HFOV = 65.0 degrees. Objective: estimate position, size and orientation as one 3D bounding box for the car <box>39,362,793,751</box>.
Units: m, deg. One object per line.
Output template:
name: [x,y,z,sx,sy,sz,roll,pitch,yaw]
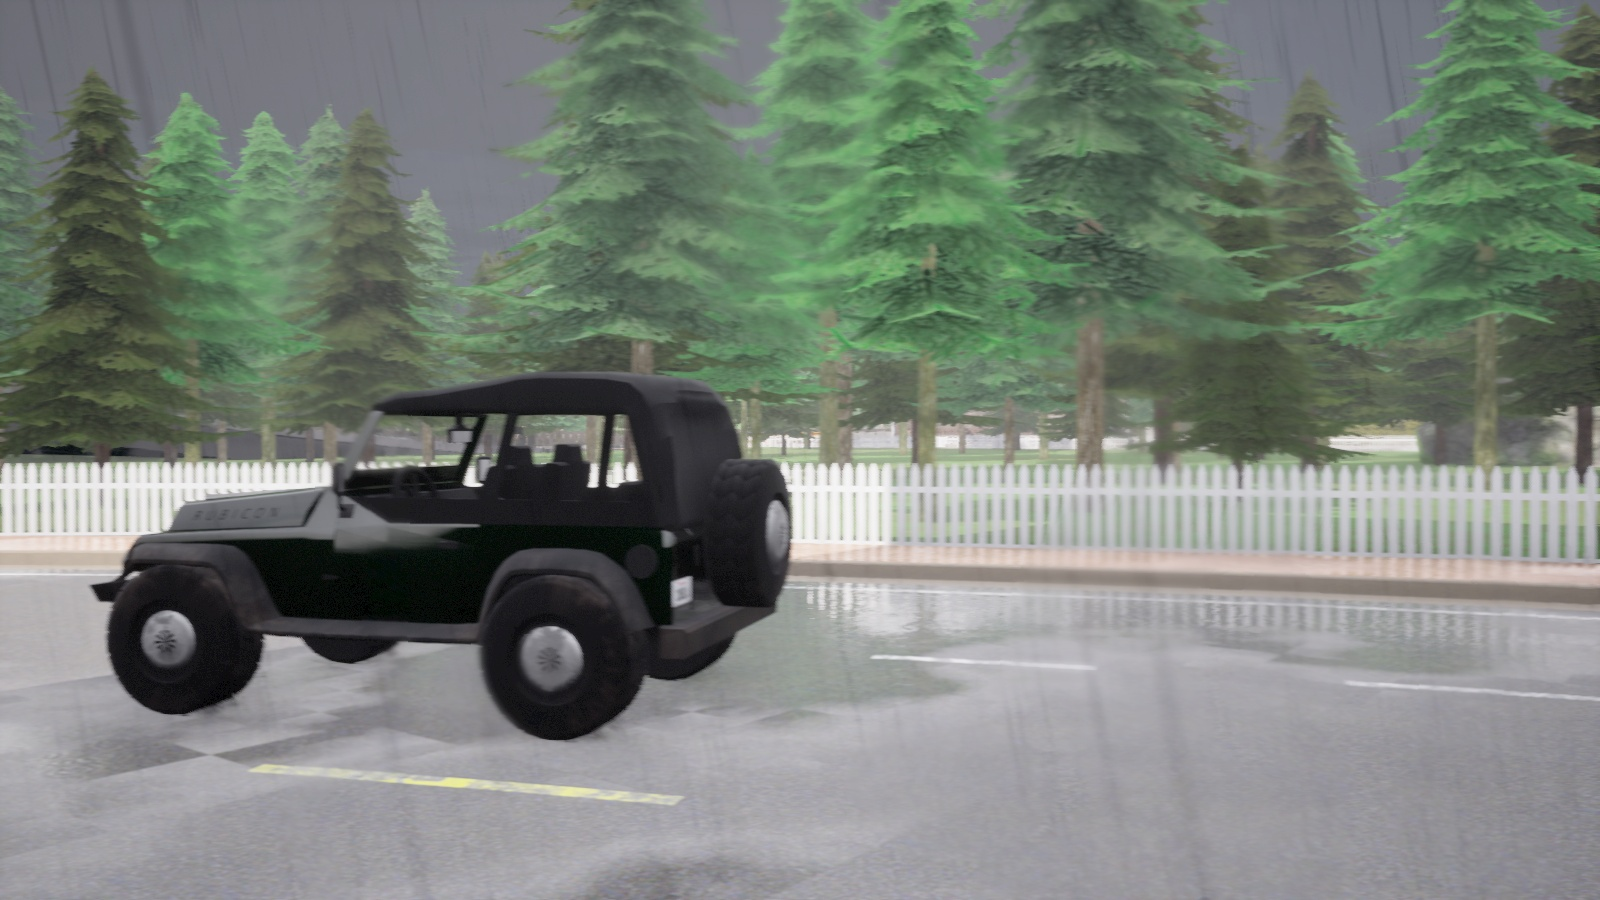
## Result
car: [-2.158,0.488,7.479,3.866,1.878,1.905,0,1,15]
